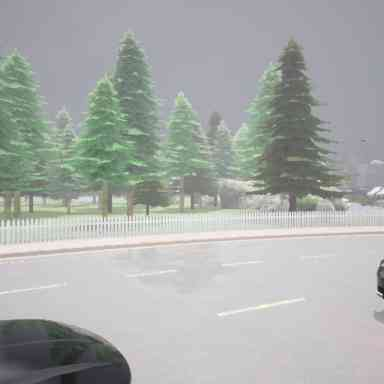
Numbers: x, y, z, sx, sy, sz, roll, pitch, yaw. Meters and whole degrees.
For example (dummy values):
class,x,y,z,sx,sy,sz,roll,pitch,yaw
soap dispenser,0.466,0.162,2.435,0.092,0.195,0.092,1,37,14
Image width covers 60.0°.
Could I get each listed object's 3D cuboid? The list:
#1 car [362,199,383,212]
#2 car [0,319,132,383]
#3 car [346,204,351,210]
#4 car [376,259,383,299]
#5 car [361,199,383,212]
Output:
class,x,y,z,sx,sy,sz,roll,pitch,yaw
car,19.859,1.619,36.075,1.994,1.385,4.181,0,0,-3
car,-2.700,1.478,1.637,5.008,1.535,1.882,0,0,-36
car,19.290,1.277,45.247,2.150,2.045,5.566,0,0,-4
car,5.653,1.492,6.125,4.902,1.511,2.128,0,0,-23
car,23.056,1.581,41.129,1.812,1.442,4.674,0,0,-4
